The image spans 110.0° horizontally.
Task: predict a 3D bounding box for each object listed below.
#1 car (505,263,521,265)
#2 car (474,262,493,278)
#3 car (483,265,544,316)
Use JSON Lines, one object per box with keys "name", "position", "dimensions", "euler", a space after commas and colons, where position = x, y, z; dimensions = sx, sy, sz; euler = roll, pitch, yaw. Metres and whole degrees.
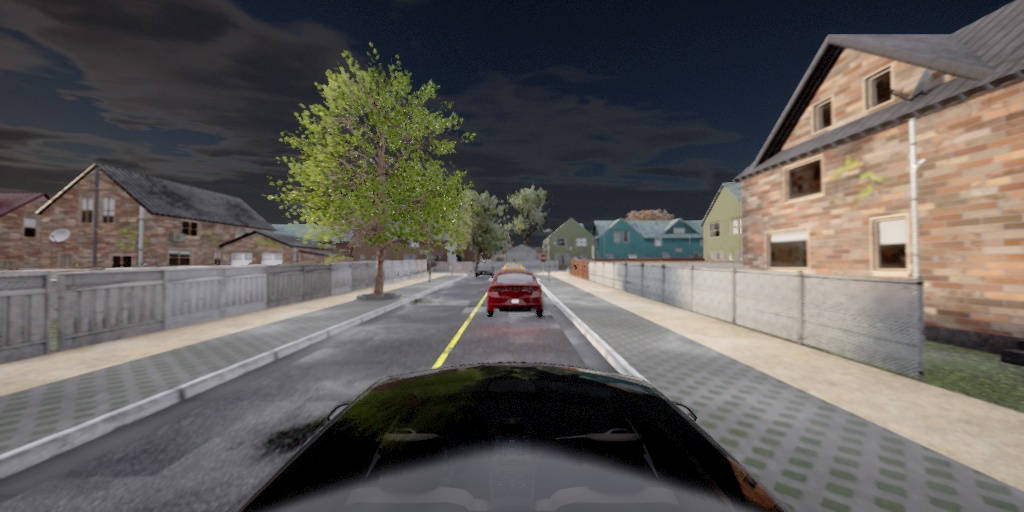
{"name": "car", "position": [0.110, 1.326, 28.790], "dimensions": [1.882, 1.535, 5.008], "euler": [0, 0, 0]}
{"name": "car", "position": [-2.737, 1.387, 36.679], "dimensions": [1.837, 1.490, 4.892], "euler": [0, 0, 0]}
{"name": "car", "position": [0.103, 1.269, 13.670], "dimensions": [1.882, 1.535, 5.008], "euler": [0, 0, 0]}
